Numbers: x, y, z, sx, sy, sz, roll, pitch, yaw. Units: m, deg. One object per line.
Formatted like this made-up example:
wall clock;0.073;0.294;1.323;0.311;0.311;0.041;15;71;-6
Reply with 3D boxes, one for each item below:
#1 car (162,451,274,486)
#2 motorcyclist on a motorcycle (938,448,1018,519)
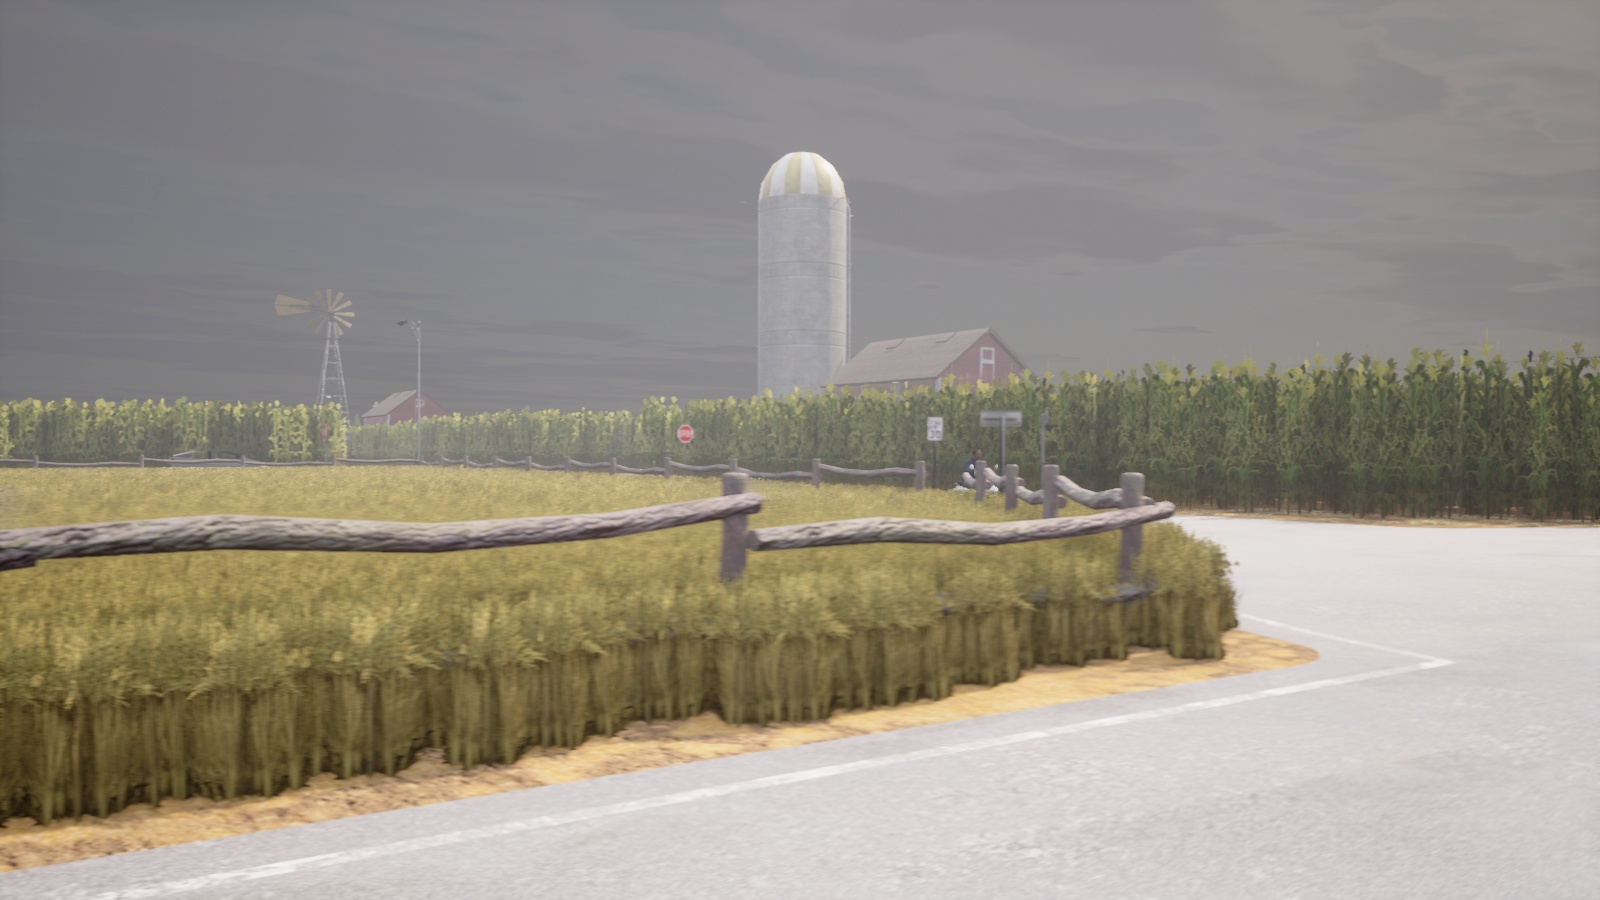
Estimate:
car;-27.060;0.818;58.377;4.514;1.525;2.007;-1;0;-32
motorcyclist on a motorcycle;4.100;0.754;29.042;0.866;1.590;1.817;0;0;-31
